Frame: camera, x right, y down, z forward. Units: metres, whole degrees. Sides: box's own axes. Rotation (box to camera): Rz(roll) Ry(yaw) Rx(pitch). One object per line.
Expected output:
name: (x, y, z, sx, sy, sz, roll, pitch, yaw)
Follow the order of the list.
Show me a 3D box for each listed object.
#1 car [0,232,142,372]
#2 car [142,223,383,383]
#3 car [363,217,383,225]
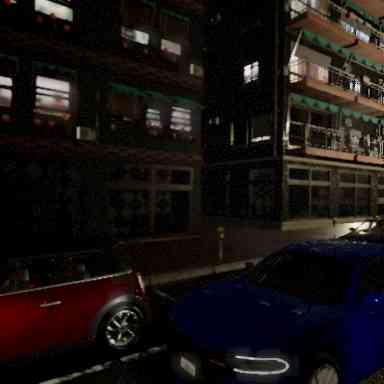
car: (-2.703, 1.440, 4.571, 4.097, 1.590, 1.967, 0, 1, -35)
car: (1.995, 1.478, 4.796, 5.008, 1.535, 1.882, 0, 0, -35)
car: (6.552, 1.552, 11.173, 4.403, 1.369, 2.008, 0, 1, -35)
